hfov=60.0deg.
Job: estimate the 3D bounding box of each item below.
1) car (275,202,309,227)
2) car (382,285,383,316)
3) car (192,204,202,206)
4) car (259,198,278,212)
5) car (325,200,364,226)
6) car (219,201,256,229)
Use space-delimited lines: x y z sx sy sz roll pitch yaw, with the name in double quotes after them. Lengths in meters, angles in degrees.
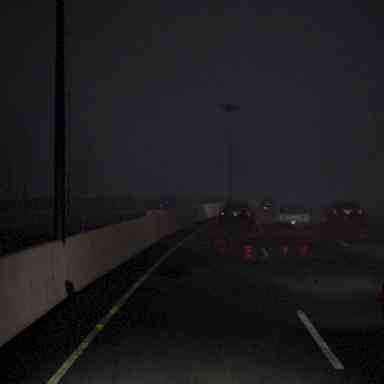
6.948 1.614 23.078 1.895 1.301 4.718 0 0 15 "car"
3.743 1.231 2.439 2.150 2.045 5.566 0 0 2 "car"
1.730 1.485 48.120 2.128 1.511 4.902 0 0 28 "car"
9.144 1.520 39.066 1.837 1.490 4.892 0 0 25 "car"
10.920 1.376 24.083 2.097 1.767 4.553 0 0 16 "car"
3.097 1.355 21.909 2.097 1.767 4.553 0 0 14 "car"
